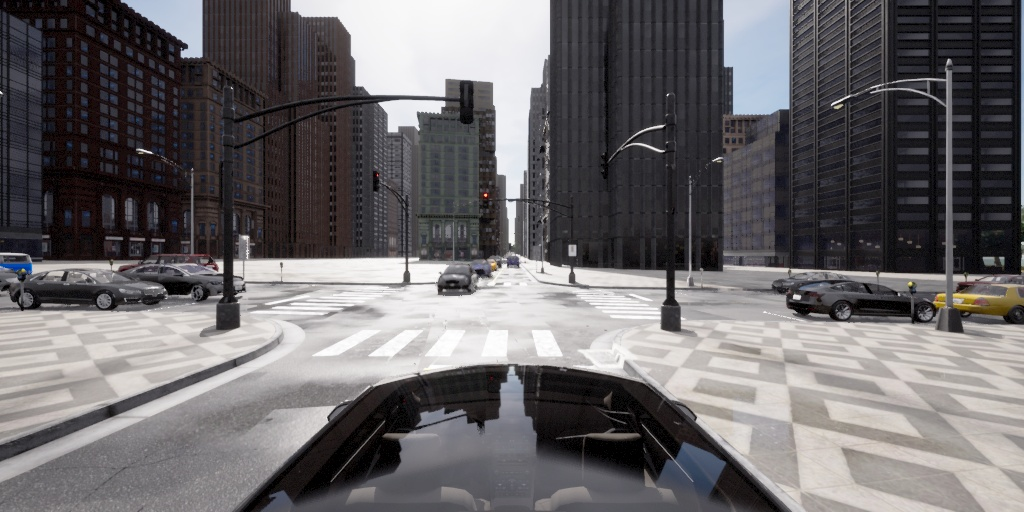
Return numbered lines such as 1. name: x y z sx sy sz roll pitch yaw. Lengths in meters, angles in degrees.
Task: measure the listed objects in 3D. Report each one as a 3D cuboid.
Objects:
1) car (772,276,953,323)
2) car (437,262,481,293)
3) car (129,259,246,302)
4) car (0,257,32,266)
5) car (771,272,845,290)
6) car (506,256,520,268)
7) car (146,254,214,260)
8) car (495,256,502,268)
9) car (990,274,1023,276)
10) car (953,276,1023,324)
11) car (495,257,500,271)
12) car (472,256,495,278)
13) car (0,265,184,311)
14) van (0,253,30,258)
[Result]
1. car: 12.145 1.524 12.660 4.313 1.339 1.948 0 0 0
2. car: -3.070 1.256 20.847 1.837 1.490 4.892 0 0 0
3. car: -14.134 1.065 15.359 4.902 1.511 2.128 1 0 1
4. car: -23.549 0.934 15.388 4.902 1.511 2.128 1 0 0
5. car: 17.812 1.591 21.175 4.403 1.370 2.007 0 0 0
6. car: 0.199 0.974 62.675 2.150 2.045 5.566 0 0 0
7. car: -20.195 0.799 21.150 5.009 1.841 2.192 0 0 0
8. car: -2.950 0.971 62.014 2.150 2.045 5.566 0 0 1
9. car: 29.098 1.766 21.154 4.507 1.381 1.888 0 0 0
10. car: 17.957 1.571 12.649 4.829 1.417 1.751 0 0 0
11. car: -3.020 1.228 47.518 1.882 1.535 5.008 0 0 0
12. car: -3.047 1.102 33.992 2.097 1.767 4.553 0 0 0
13. car: -14.763 1.116 12.614 4.403 1.370 2.007 0 0 0
14. van: -31.114 0.680 21.170 3.998 1.789 1.690 0 0 0
